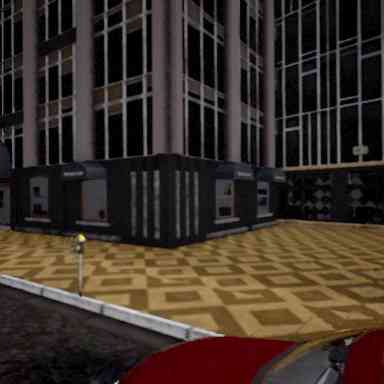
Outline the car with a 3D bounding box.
[{"bbox_3d":[1.259,1.582,1.975,4.206,1.307,1.802,-1,0,35],"label":"car"}]
